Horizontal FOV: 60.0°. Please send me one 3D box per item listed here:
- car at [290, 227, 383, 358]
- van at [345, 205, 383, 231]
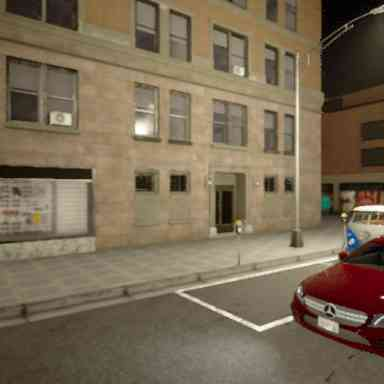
[{"bbox_3d":[3.757,1.517,5.748,4.674,1.442,1.812,0,0,-34],"label":"car"},{"bbox_3d":[6.752,1.323,11.031,3.998,1.788,1.690,0,0,-36],"label":"van"}]
